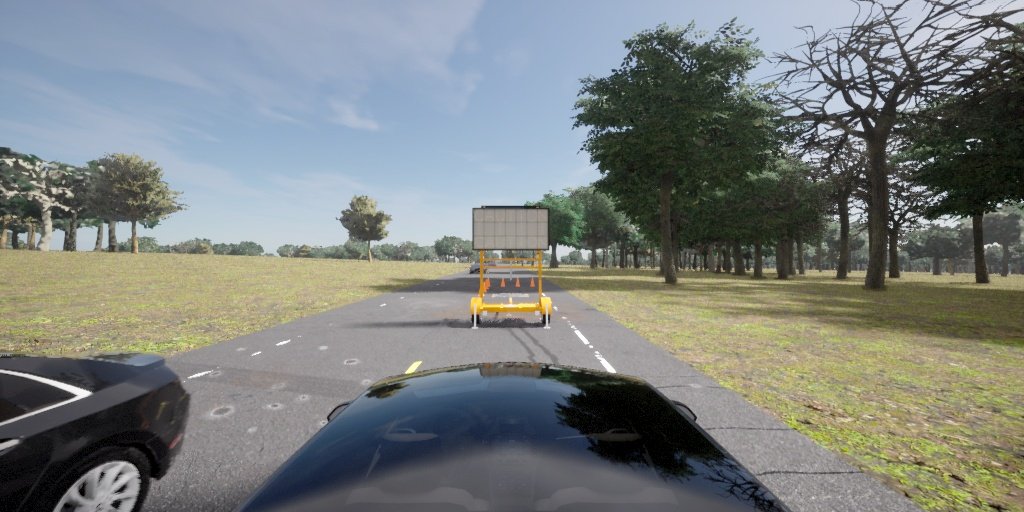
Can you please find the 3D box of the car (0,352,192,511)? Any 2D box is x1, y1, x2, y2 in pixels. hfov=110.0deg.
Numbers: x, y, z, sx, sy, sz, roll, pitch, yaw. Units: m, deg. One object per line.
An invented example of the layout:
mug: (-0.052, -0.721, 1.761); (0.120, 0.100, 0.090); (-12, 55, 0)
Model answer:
car: (-3.600, 1.254, 0.948); (1.837, 1.490, 4.892); (0, 0, 0)

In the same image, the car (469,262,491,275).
car: (-3.926, 1.482, 42.432); (1.994, 1.385, 4.181); (0, 0, -1)

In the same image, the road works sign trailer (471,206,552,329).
road works sign trailer: (-0.035, 0.226, 11.313); (2.380, 3.560, 2.880); (0, 0, 0)
